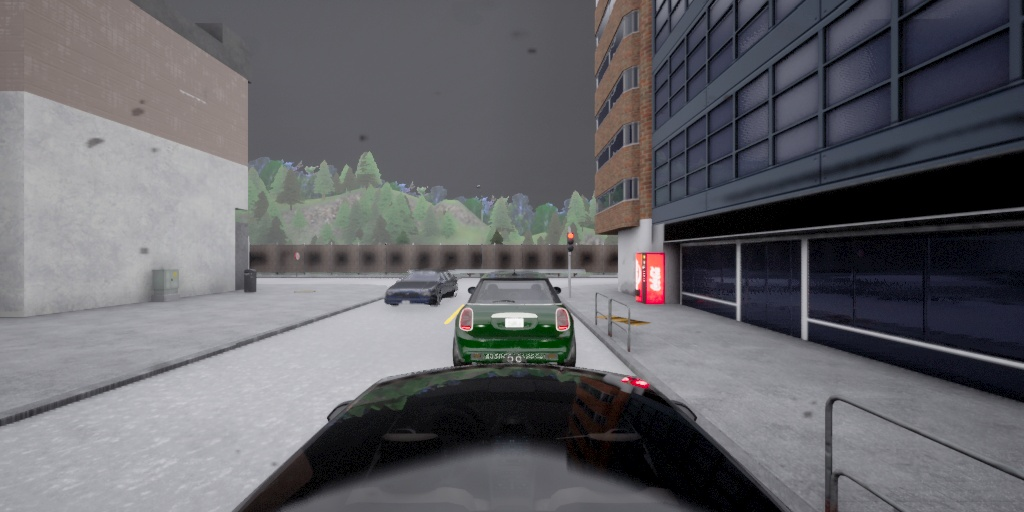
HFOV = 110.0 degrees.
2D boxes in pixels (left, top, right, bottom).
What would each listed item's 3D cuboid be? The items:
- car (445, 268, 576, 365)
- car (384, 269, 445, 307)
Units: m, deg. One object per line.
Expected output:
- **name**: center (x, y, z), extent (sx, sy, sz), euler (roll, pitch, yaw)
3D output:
- **car**: center (0.055, 1.102, 7.928), extent (2.097, 1.767, 4.553), euler (0, 0, 0)
- **car**: center (-3.668, 1.297, 15.708), extent (2.033, 1.411, 5.357), euler (0, 0, 4)
